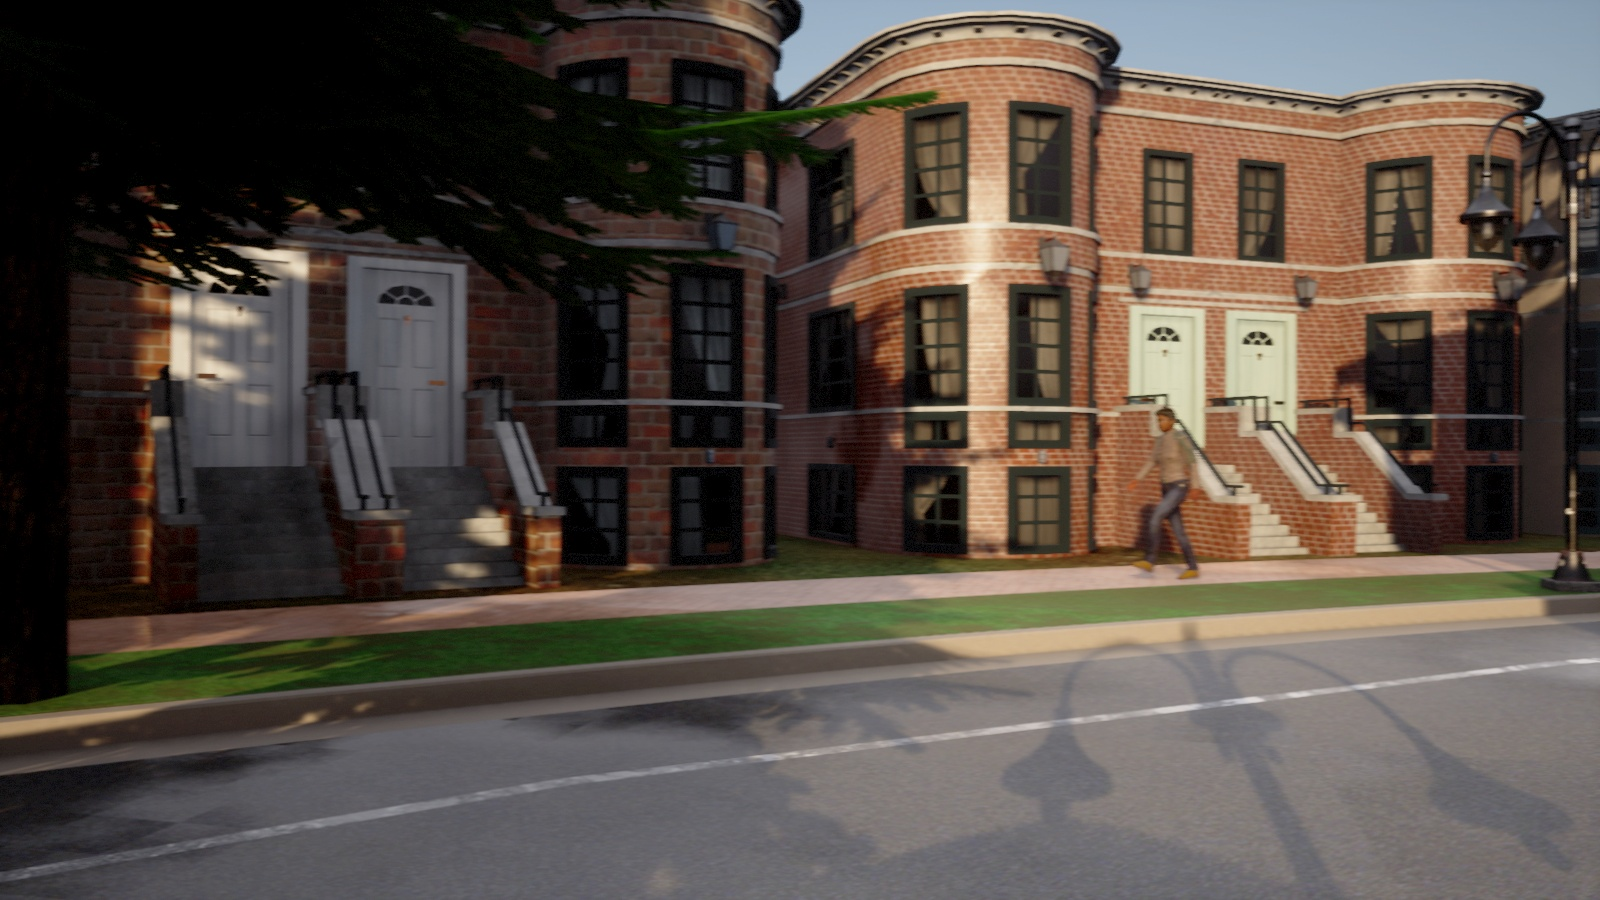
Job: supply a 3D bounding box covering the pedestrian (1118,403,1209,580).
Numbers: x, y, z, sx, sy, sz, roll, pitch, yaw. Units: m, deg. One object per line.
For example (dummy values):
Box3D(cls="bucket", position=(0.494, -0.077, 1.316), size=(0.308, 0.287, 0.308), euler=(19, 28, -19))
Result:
Box3D(cls="pedestrian", position=(3.793, 0.418, 13.100), size=(0.869, 1.805, 0.328), euler=(0, 0, -18))
